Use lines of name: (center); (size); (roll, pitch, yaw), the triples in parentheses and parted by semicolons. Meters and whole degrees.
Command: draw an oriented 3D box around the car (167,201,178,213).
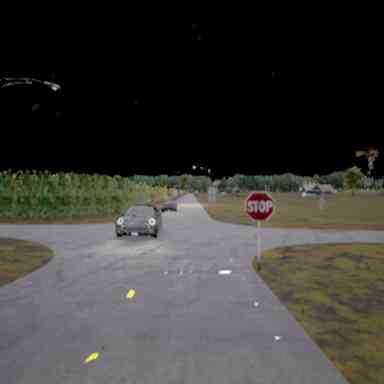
car: (-2.810, 1.853, 42.900); (2.033, 1.411, 5.357); (0, 0, 0)

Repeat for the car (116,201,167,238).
car: (-2.757, 1.476, 18.352); (2.097, 1.767, 4.553); (1, -1, 0)
